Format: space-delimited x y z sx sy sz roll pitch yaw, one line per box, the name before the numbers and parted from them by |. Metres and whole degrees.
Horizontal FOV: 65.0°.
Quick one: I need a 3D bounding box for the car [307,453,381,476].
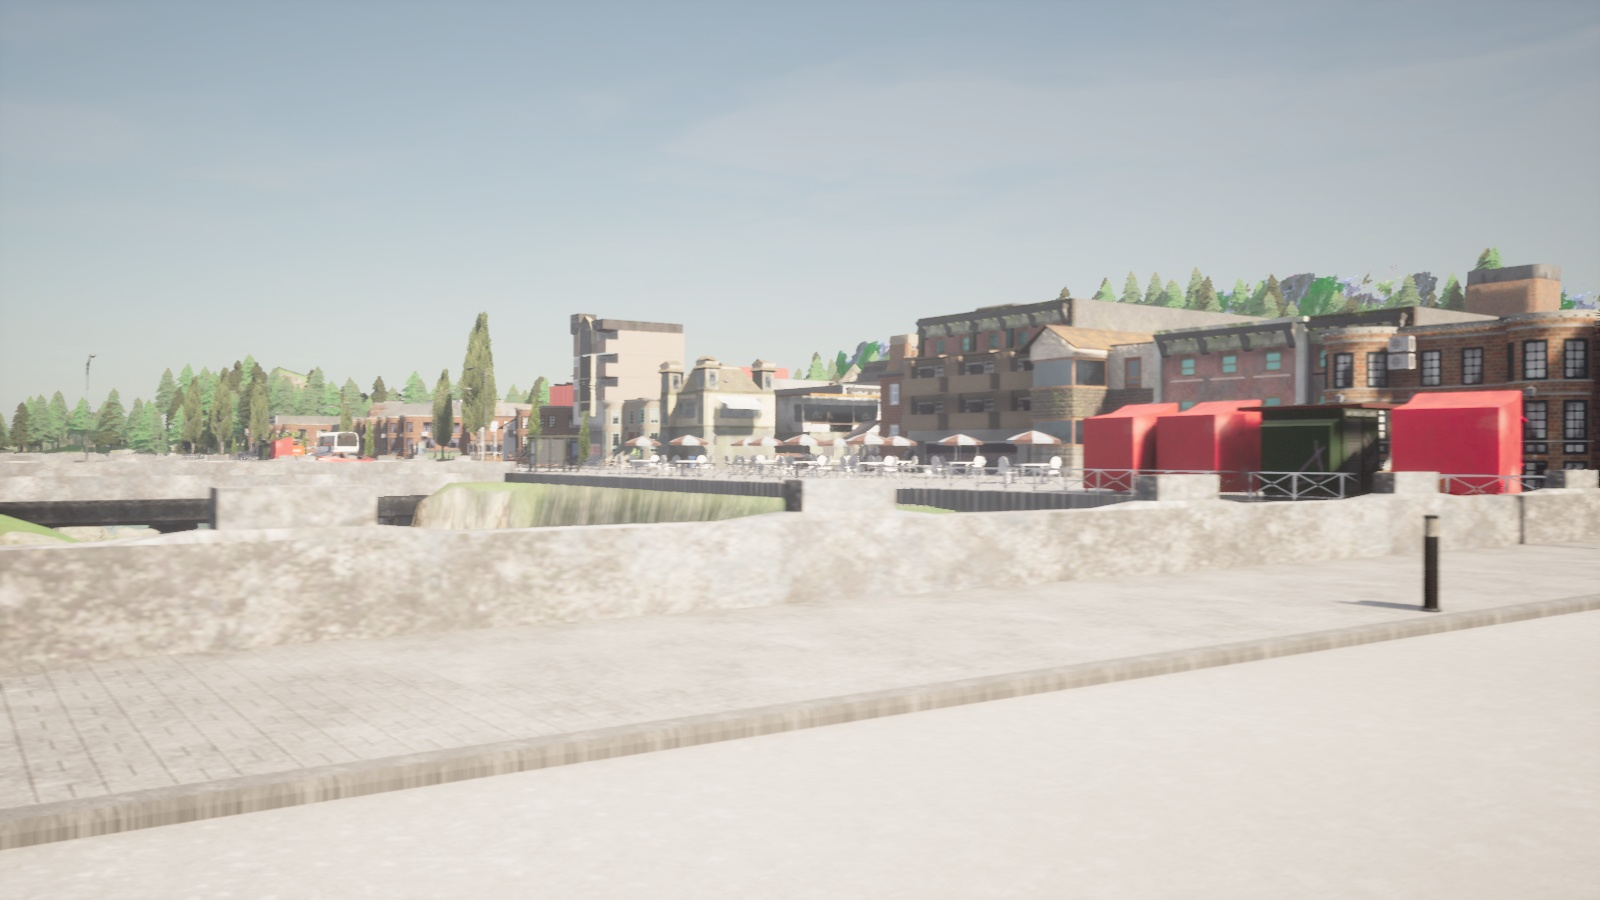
car | -31.734 0.975 87.462 4.514 1.525 2.007 0 0 -35
